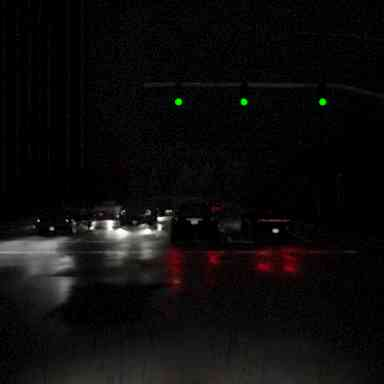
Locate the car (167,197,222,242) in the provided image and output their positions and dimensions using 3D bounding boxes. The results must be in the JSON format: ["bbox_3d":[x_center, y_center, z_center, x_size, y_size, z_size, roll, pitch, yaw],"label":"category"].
[{"bbox_3d":[0.103,1.310,16.315,2.097,1.767,4.553,0,0,0],"label":"car"}]

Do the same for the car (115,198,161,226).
[{"bbox_3d":[-3.591,1.303,23.060,2.097,1.767,4.553,0,0,0],"label":"car"}]

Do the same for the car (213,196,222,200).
[{"bbox_3d":[3.509,1.434,50.359,1.837,1.490,4.892,0,0,0],"label":"car"}]

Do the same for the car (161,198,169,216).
[{"bbox_3d":[-3.569,1.447,32.162,1.837,1.490,4.892,0,0,0],"label":"car"}]

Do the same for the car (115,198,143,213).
[{"bbox_3d":[-7.029,1.482,37.810,2.033,1.411,5.357,0,0,1],"label":"car"}]

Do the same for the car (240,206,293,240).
[{"bbox_3d":[3.603,1.451,16.739,2.128,1.511,4.902,0,0,0],"label":"car"}]

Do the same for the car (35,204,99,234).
[{"bbox_3d":[-7.094,1.553,19.068,1.895,1.301,4.718,0,0,0],"label":"car"}]

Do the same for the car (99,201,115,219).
[{"bbox_3d":[-7.080,1.469,28.224,1.812,1.442,4.674,0,0,0],"label":"car"}]
